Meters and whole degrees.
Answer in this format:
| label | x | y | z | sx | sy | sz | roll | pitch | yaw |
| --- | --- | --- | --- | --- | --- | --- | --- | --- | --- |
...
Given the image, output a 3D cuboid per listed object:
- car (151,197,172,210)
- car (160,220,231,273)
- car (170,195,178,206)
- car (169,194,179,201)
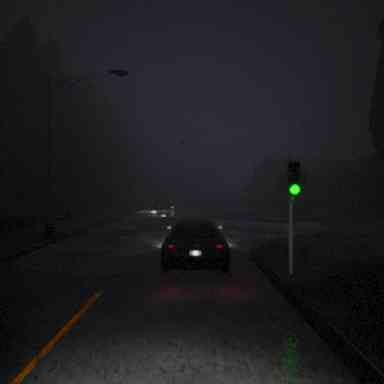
| label | x | y | z | sx | sy | sz | roll | pitch | yaw |
| --- | --- | --- | --- | --- | --- | --- | --- | --- | --- |
| car | -4.081 | 1.618 | 42.943 | 1.994 | 1.385 | 4.181 | 0 | 0 | 0 |
| car | 0.095 | 1.578 | 10.748 | 1.994 | 1.385 | 4.181 | 0 | 0 | 0 |
| car | -4.042 | 1.579 | 58.200 | 1.837 | 1.490 | 4.892 | 0 | 0 | 1 |
| car | -3.989 | 1.234 | 73.625 | 1.812 | 1.442 | 4.674 | 0 | 0 | 0 |
